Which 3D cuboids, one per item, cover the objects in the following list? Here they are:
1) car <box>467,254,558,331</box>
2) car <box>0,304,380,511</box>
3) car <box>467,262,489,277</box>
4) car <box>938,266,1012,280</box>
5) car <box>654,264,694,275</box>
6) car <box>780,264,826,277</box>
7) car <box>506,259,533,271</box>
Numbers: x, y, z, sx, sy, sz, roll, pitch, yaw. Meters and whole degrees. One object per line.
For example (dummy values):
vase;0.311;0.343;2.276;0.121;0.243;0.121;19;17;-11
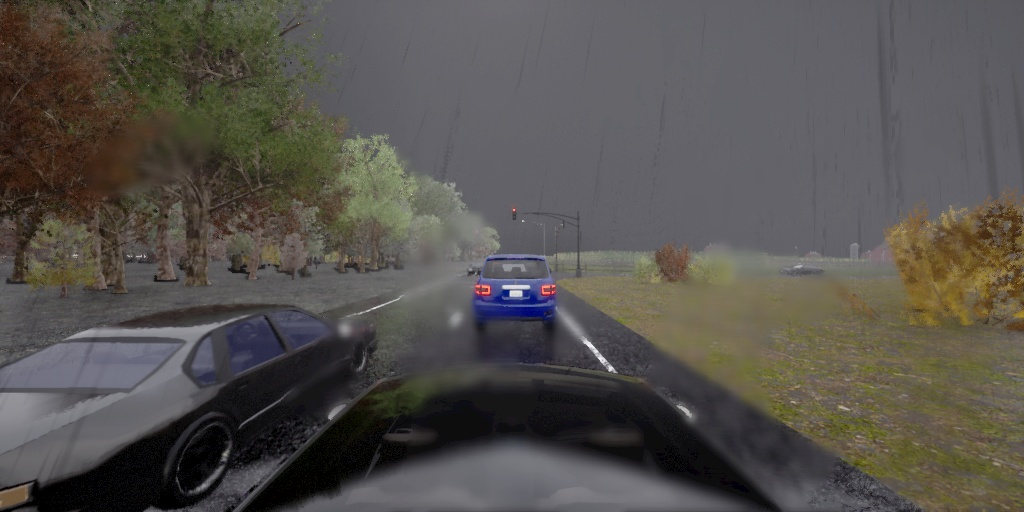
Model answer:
car;0.088;0.974;11.080;2.150;2.045;5.566;0;0;0
car;-3.396;1.298;4.269;2.033;1.411;5.357;0;0;0
car;-3.448;1.357;37.295;1.895;1.301;4.718;0;0;0
car;50.971;1.851;39.316;5.357;1.411;2.033;1;-1;1
car;19.597;1.514;43.044;4.902;1.511;2.128;1;-1;0
car;34.831;1.714;42.994;4.674;1.442;1.812;1;-1;0
car;1.000;1.245;51.424;2.128;1.511;4.902;-1;0;-22
